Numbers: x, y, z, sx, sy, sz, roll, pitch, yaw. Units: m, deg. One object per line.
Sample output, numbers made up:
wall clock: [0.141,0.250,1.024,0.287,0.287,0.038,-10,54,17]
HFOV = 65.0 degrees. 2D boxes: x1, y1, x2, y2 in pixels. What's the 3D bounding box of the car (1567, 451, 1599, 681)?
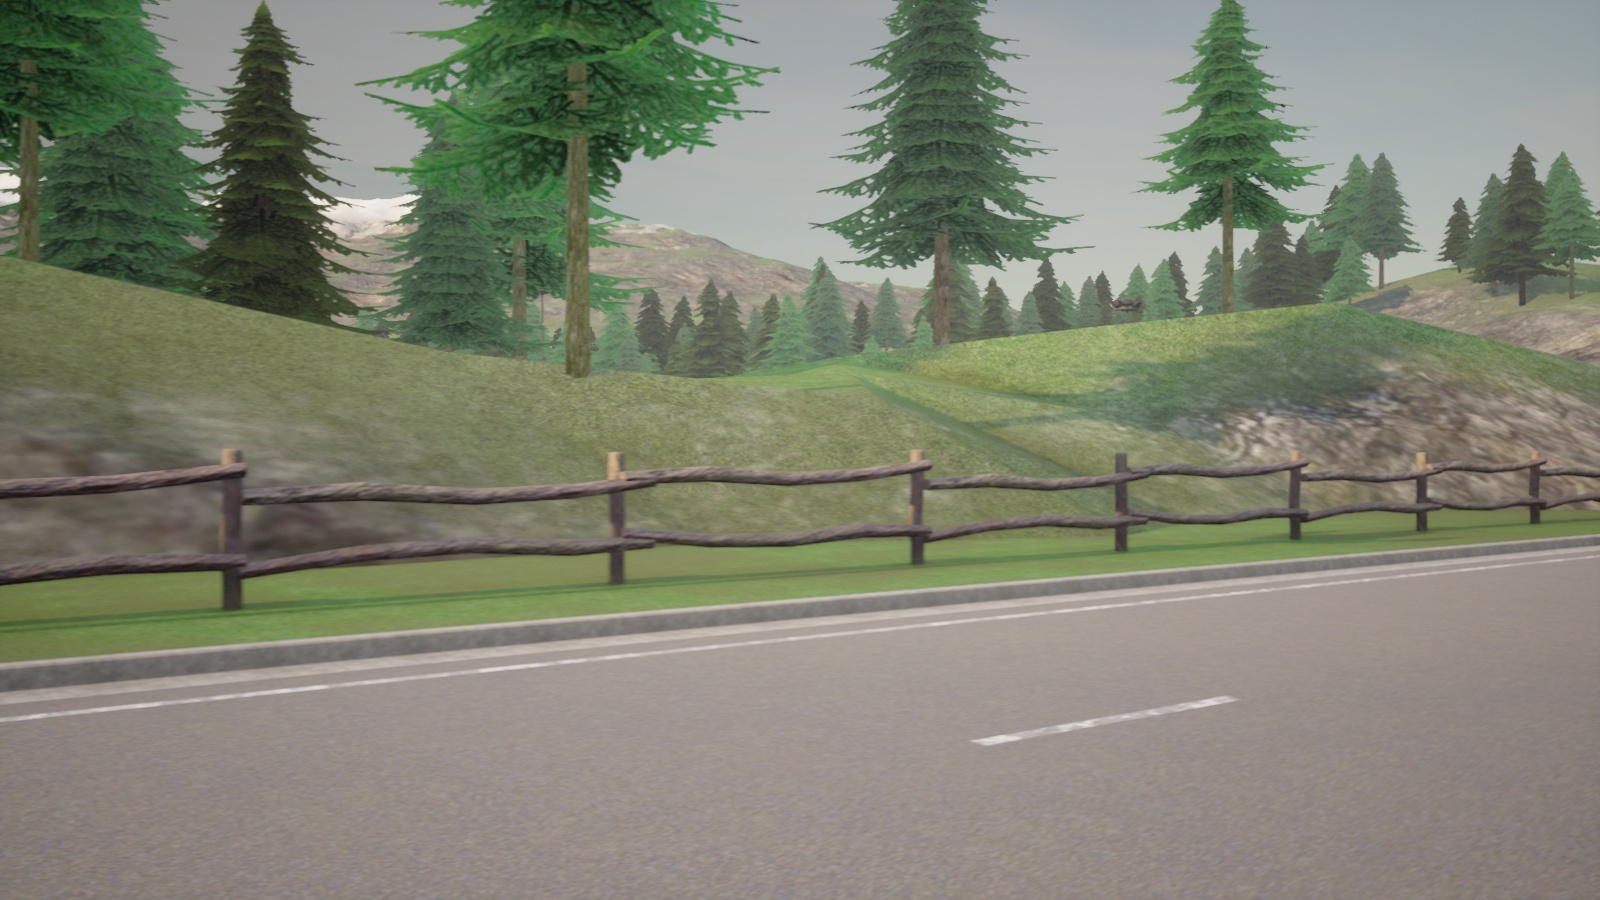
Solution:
car: [7.624,0.742,8.969,4.892,1.490,1.837,0,0,-35]
